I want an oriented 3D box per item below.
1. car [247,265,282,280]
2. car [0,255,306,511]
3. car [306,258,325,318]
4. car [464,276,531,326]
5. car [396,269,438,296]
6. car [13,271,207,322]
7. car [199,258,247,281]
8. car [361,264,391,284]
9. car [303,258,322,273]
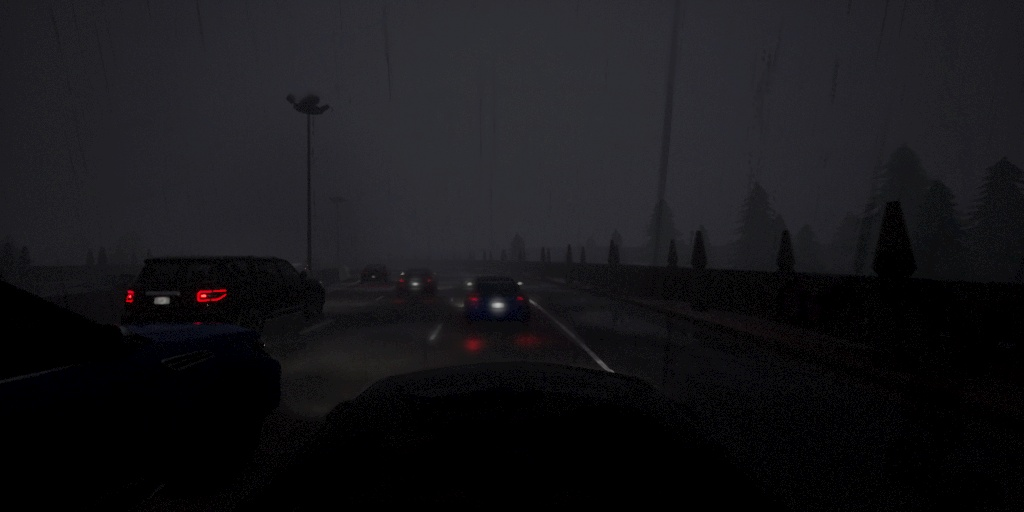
[{"bbox_3d":[-24.206,1.566,35.221,1.895,1.301,4.718,0,0,-23],"label":"car"},{"bbox_3d":[-3.516,0.979,1.376,2.150,2.045,5.566,0,0,1],"label":"car"},{"bbox_3d":[-7.347,1.011,9.985,2.150,2.045,5.566,0,0,-5],"label":"car"},{"bbox_3d":[-0.545,1.337,11.883,1.994,1.385,4.181,0,0,-5],"label":"car"},{"bbox_3d":[-5.165,1.376,19.844,1.994,1.385,4.181,0,0,-10],"label":"car"},{"bbox_3d":[-14.977,1.379,14.029,2.033,1.411,5.357,0,0,-8],"label":"car"},{"bbox_3d":[-27.776,1.210,34.692,2.150,2.045,5.566,0,0,-23],"label":"car"},{"bbox_3d":[-10.592,1.339,28.122,1.882,1.535,5.008,0,0,-15],"label":"car"},{"bbox_3d":[-28.685,1.272,51.491,2.150,2.045,5.566,0,0,-32],"label":"car"}]
